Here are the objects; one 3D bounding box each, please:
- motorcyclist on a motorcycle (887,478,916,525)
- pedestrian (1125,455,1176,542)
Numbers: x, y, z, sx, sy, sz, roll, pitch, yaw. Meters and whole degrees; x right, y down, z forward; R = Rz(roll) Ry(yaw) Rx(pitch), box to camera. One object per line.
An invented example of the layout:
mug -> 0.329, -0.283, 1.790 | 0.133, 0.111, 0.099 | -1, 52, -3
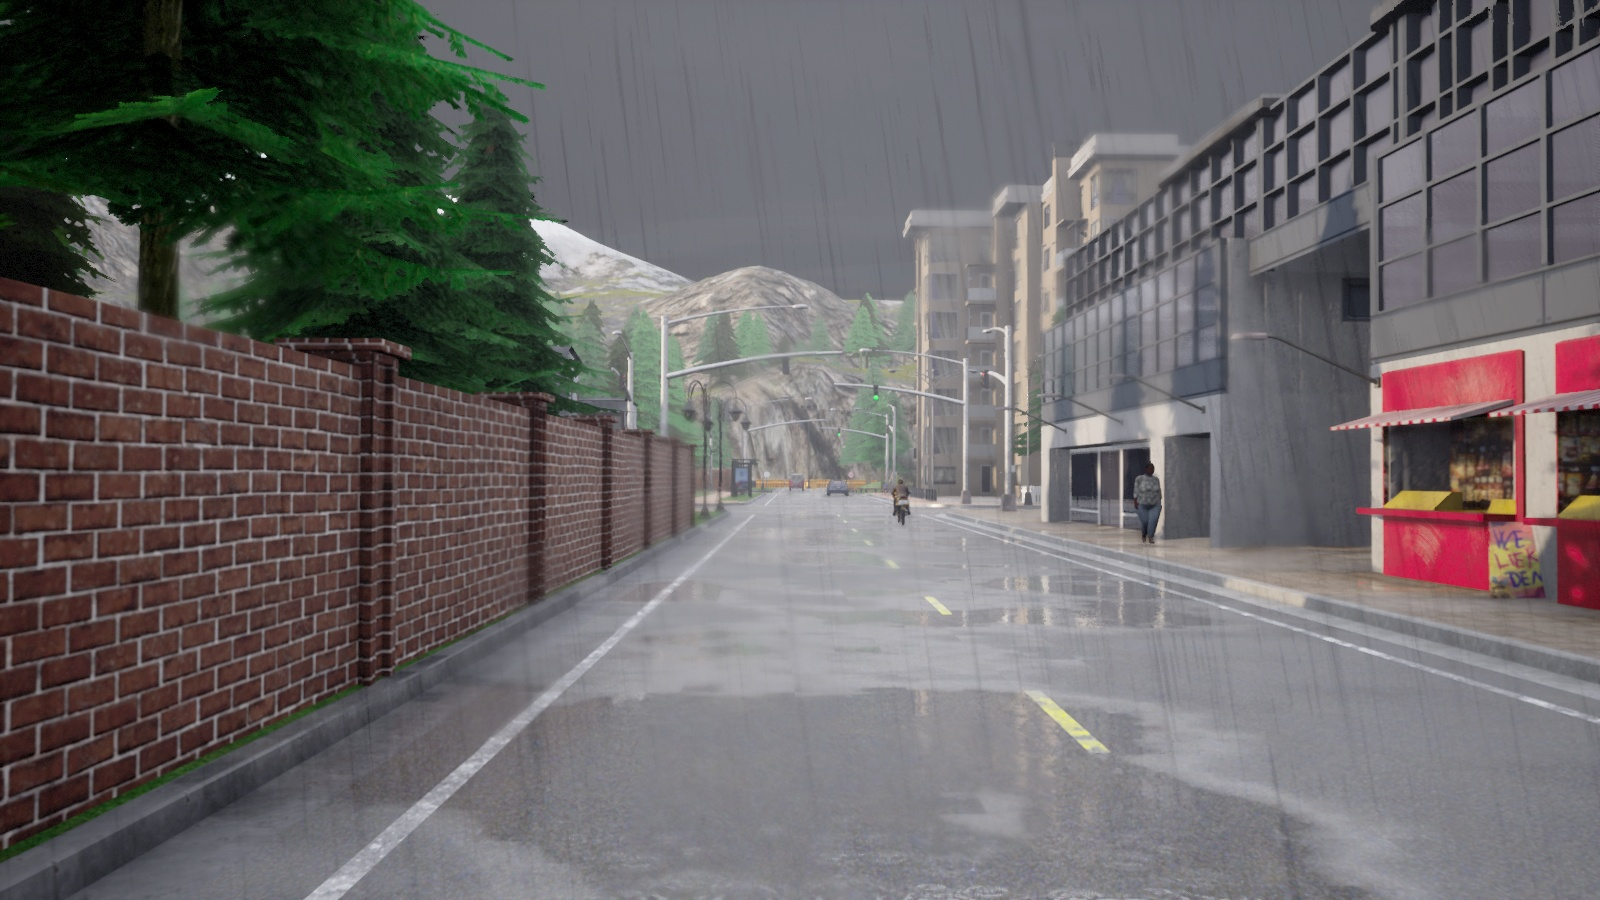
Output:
motorcyclist on a motorcycle -> 3.394, 1.710, 42.177 | 0.797, 1.523, 2.044 | 0, -1, 0
pedestrian -> 7.587, 1.047, 27.229 | 0.874, 1.855, 0.900 | 0, -1, 3
